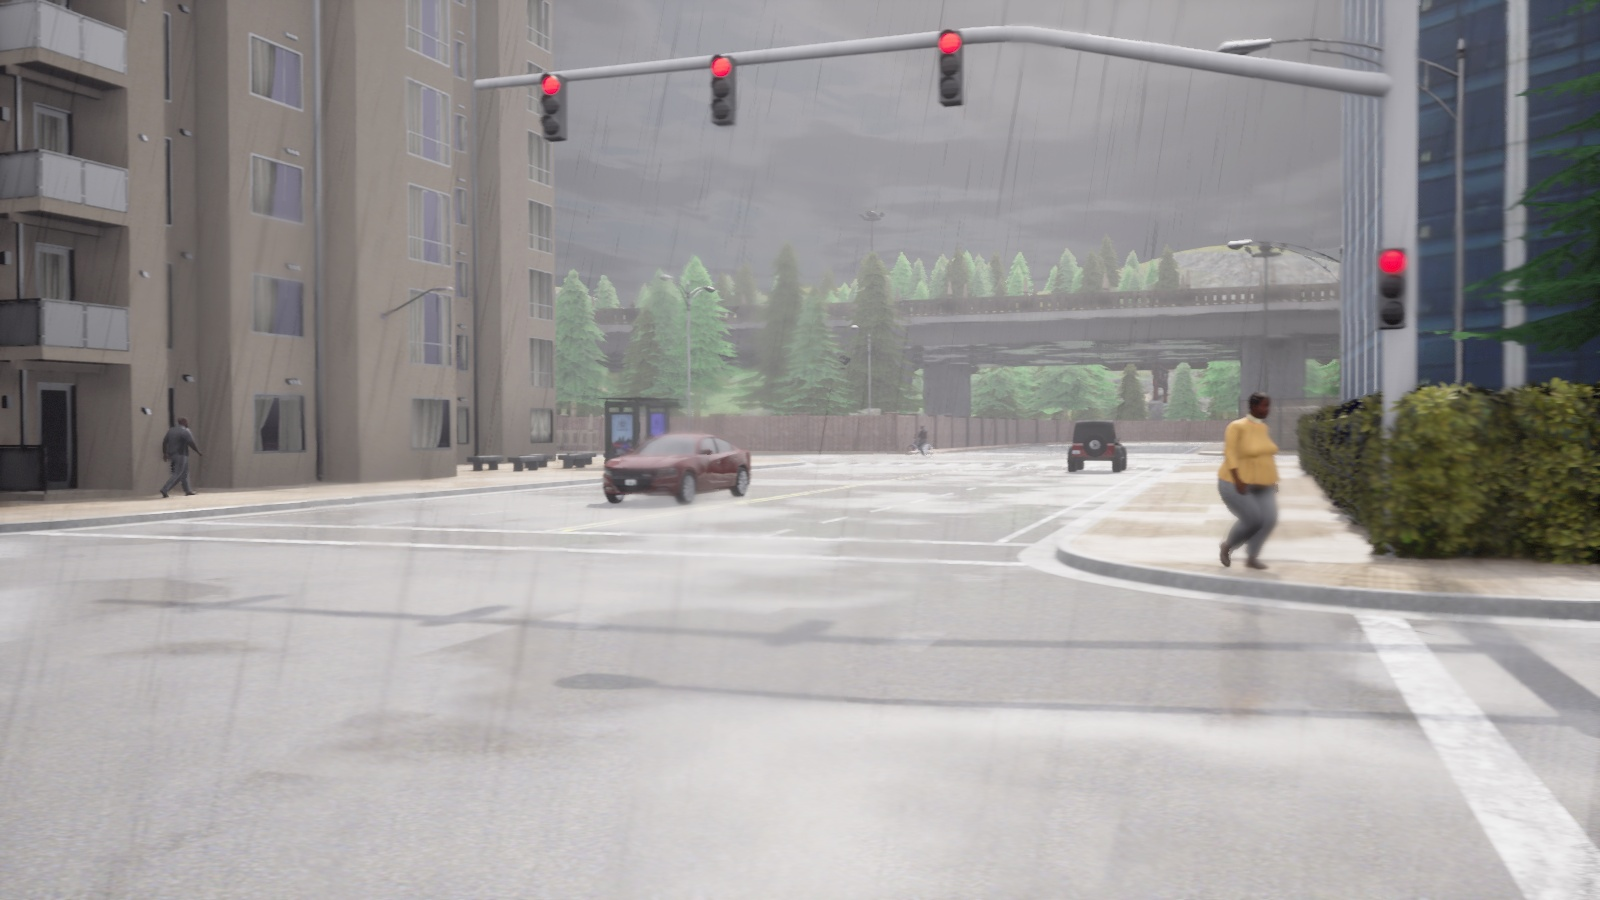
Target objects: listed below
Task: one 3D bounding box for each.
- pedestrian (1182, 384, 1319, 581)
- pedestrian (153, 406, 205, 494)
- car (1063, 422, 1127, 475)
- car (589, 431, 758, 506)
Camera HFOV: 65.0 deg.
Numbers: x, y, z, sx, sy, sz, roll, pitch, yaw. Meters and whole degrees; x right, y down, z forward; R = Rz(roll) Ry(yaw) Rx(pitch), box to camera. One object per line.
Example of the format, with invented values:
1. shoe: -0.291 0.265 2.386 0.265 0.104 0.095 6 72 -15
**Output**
1. pedestrian: 4.431 0.298 12.388 0.874 1.855 0.900 0 1 -27
2. pedestrian: -13.479 -0.002 27.261 0.563 1.883 0.849 1 1 26
3. car: 10.936 -0.079 46.343 1.905 1.878 3.866 1 1 19
4. car: -2.722 0.339 28.395 1.882 1.535 5.008 1 1 19
